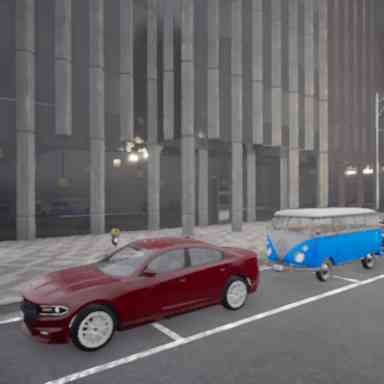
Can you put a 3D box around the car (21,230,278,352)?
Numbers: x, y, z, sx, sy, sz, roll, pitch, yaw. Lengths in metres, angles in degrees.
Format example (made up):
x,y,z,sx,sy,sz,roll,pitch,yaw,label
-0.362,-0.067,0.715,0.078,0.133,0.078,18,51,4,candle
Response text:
x,y,z,sx,sy,sz,roll,pitch,yaw,label
-0.678,1.564,6.212,4.507,1.381,1.887,0,0,-37,car

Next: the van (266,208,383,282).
x,y,z,sx,sy,sz,roll,pitch,yaw,label
3.846,1.363,9.576,3.998,1.788,1.690,0,0,-37,van
